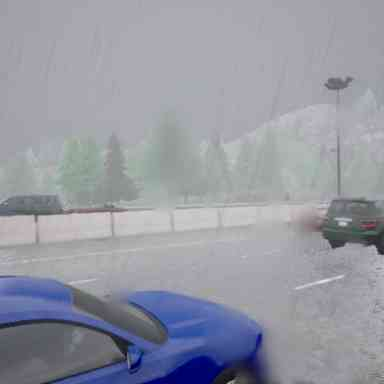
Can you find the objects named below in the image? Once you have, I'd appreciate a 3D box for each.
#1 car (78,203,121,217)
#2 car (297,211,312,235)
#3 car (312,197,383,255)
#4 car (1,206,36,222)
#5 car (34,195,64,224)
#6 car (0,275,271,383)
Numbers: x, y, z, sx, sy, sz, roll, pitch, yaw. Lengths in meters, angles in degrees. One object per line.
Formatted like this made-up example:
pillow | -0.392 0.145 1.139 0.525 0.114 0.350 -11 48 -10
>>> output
car | -8.006 1.607 28.270 4.718 1.301 1.895 0 0 -35
car | 7.550 1.534 17.729 4.674 1.442 1.812 0 0 -35
car | 7.578 1.228 13.449 5.566 2.045 2.150 0 0 -35
car | -10.901 1.565 17.687 4.181 1.385 1.994 0 0 -35
car | -11.333 1.225 21.668 5.566 2.045 2.150 0 0 -35
car | -1.499 1.478 2.677 5.008 1.535 1.882 0 0 -35
